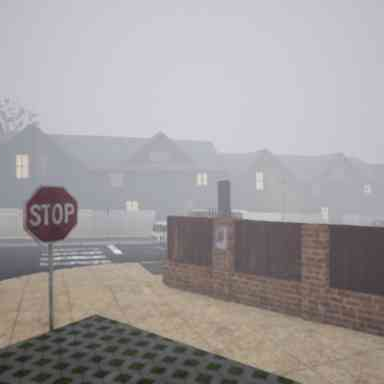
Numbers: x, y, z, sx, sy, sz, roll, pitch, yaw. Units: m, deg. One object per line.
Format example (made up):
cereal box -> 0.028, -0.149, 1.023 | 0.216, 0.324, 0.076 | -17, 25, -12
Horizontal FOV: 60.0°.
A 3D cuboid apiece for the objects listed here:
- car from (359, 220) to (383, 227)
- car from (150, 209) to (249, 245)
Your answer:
car -> 12.952, 2.685, 22.934 | 4.902, 1.511, 2.128 | 2, -2, -22
car -> 0.583, 1.911, 17.912 | 5.566, 2.045, 2.150 | 2, -2, -22
